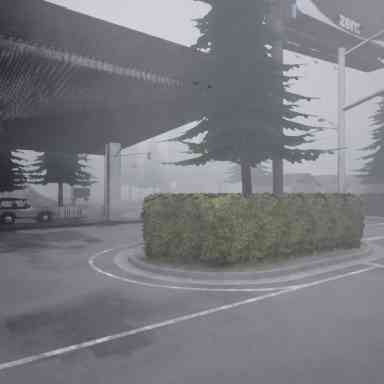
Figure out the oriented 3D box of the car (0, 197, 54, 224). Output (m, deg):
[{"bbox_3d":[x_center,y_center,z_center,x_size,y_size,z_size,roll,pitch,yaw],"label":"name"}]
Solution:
[{"bbox_3d":[-11.937,1.313,23.507,3.866,1.878,1.905,0,0,-36],"label":"car"}]
